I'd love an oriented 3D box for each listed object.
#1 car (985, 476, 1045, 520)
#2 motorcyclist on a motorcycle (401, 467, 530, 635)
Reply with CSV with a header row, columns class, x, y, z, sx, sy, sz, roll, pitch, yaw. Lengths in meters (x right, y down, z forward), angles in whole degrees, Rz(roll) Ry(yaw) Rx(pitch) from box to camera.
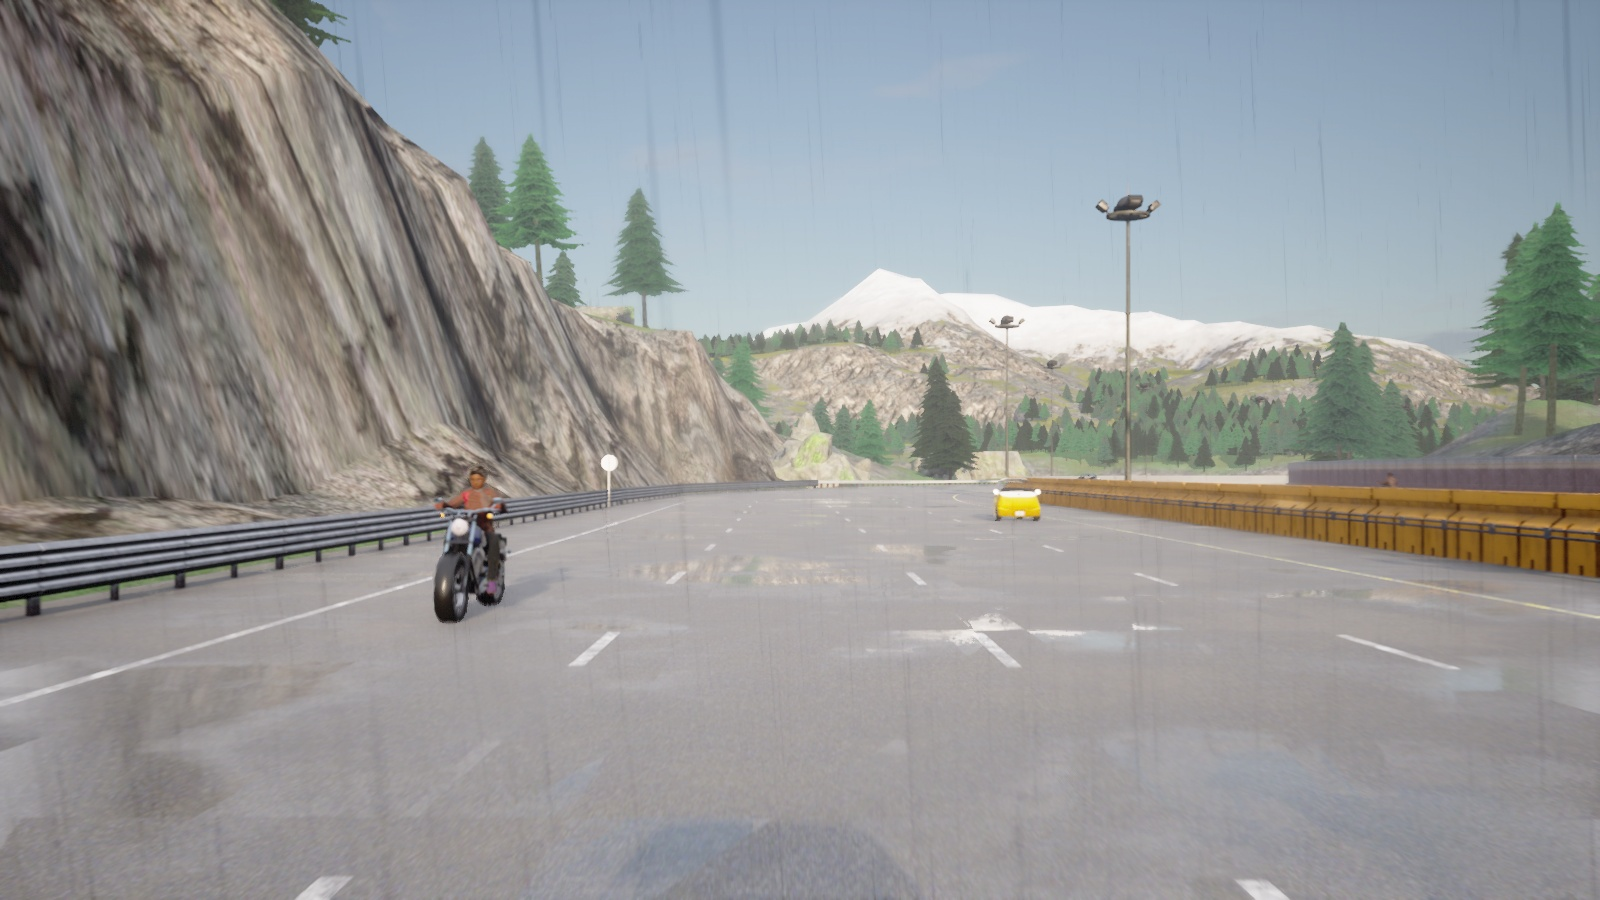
class,x,y,z,sx,sy,sz,roll,pitch,yaw
car,6.809,1.509,39.898,1.481,1.376,2.207,0,-2,-1
motorcyclist on a motorcycle,-3.533,1.005,13.501,0.766,1.649,2.350,0,-1,0
